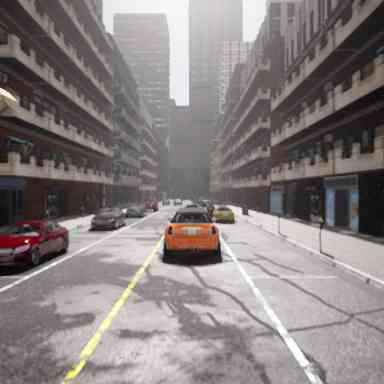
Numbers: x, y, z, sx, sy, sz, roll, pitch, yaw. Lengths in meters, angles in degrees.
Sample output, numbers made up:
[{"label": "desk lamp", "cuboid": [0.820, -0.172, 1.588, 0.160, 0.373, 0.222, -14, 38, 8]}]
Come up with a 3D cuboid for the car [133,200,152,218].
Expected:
[{"label": "car", "cuboid": [-5.703, 1.869, 34.209, 2.008, 1.369, 4.403, -1, -1, 0]}]

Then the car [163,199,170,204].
[{"label": "car", "cuboid": [-5.706, 2.237, 73.422, 2.008, 1.369, 4.403, -1, -1, 0]}]

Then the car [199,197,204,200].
[{"label": "car", "cuboid": [2.675, 2.146, 62.190, 1.947, 1.339, 4.313, -1, -1, 0]}]

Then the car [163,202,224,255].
[{"label": "car", "cuboid": [0.001, 1.482, 14.073, 2.097, 1.767, 4.553, 0, -1, 0]}]

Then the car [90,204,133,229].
[{"label": "car", "cuboid": [-5.702, 1.765, 23.006, 2.008, 1.369, 4.403, -1, -1, 0]}]

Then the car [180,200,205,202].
[{"label": "car", "cuboid": [0.002, 1.781, 29.284, 1.837, 1.490, 4.892, 0, 0, 0]}]

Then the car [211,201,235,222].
[{"label": "car", "cuboid": [2.677, 1.793, 28.750, 1.752, 1.417, 4.829, -1, -1, 0]}]

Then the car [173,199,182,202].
[{"label": "car", "cuboid": [-3.006, 2.200, 70.974, 2.033, 1.411, 5.357, 0, -1, 0]}]

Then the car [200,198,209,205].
[{"label": "car", "cuboid": [2.994, 2.252, 79.806, 1.837, 1.490, 4.892, 0, -1, 0]}]

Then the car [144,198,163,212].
[{"label": "car", "cuboid": [-5.707, 1.738, 45.415, 2.192, 1.841, 5.009, -1, -1, 0]}]

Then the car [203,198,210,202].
[{"label": "car", "cuboid": [2.675, 1.811, 39.784, 1.967, 1.590, 4.097, -1, -1, 0]}]

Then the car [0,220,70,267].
[{"label": "car", "cuboid": [-5.701, 1.693, 11.802, 1.802, 1.307, 4.206, -1, -1, 0]}]

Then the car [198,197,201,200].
[{"label": "car", "cuboid": [2.674, 2.184, 67.793, 2.008, 1.369, 4.403, -1, -1, 0]}]
